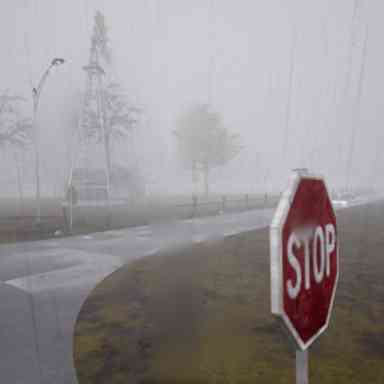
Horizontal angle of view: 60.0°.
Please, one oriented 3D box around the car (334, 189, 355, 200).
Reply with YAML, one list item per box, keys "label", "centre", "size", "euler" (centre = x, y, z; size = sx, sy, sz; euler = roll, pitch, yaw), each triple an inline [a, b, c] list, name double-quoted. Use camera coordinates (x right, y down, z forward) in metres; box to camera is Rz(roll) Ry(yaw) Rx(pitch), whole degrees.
- label: "car"
  centre: [20.995, 0.309, 45.824]
  size: [2.128, 1.511, 4.902]
  euler: [-1, 0, 39]
